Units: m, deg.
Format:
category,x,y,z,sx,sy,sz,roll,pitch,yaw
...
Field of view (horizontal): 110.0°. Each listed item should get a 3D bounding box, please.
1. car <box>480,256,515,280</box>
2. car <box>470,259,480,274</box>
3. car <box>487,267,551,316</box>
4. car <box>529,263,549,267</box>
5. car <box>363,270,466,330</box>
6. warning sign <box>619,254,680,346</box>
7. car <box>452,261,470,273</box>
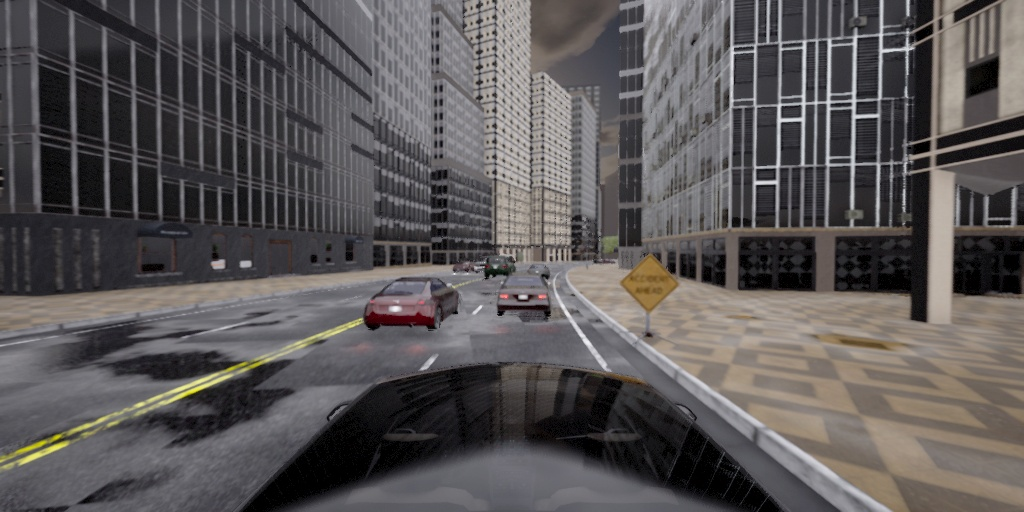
category,x,y,z,sx,sy,sz,roll,pitch,yaw
car,-0.993,1.014,32.030,2.150,2.045,5.566,0,0,8
car,-2.833,1.028,42.470,2.150,2.045,5.566,0,0,10
car,0.487,1.313,13.539,2.033,1.411,5.357,0,0,3
car,2.495,1.373,33.426,1.994,1.385,4.181,0,0,8
car,-2.880,1.319,11.155,1.994,1.385,4.181,0,0,3
warning sign,2.951,0.878,7.824,1.300,1.860,1.060,0,0,2
car,-5.829,1.319,44.066,1.812,1.442,4.674,0,0,11
